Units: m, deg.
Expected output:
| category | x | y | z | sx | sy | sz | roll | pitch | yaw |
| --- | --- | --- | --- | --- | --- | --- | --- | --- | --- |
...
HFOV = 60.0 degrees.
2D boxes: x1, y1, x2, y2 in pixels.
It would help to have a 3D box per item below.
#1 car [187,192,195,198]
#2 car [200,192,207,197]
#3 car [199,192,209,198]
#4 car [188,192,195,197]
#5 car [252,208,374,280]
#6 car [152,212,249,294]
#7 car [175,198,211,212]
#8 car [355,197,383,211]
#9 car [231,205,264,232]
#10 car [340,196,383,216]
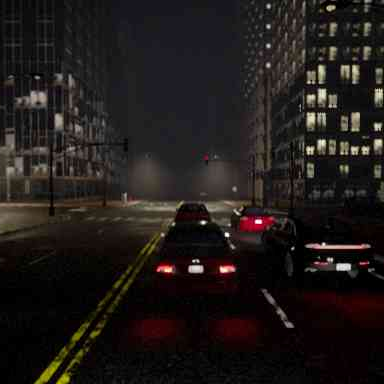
| category | x | y | z | sx | sy | sz | roll | pitch | yaw |
| --- | --- | --- | --- | --- | --- | --- | --- | --- | --- |
| car | -0.193 | 0.914 | 81.418 | 1.812 | 1.442 | 4.674 | 0 | 0 | 0 |
| car | 3.032 | 0.673 | 91.425 | 1.812 | 1.442 | 4.674 | 0 | 0 | 0 |
| car | 3.057 | 0.985 | 81.455 | 1.895 | 1.301 | 4.718 | 0 | 0 | 0 |
| car | -0.218 | 0.744 | 91.449 | 1.895 | 1.301 | 4.718 | 0 | 0 | 0 |
| car | 3.326 | 1.421 | 9.703 | 2.128 | 1.511 | 4.902 | 0 | 0 | 0 |
| car | 0.081 | 1.486 | 8.787 | 2.033 | 1.411 | 5.357 | 0 | 0 | 0 |
| car | 0.061 | 1.347 | 18.607 | 1.882 | 1.535 | 5.008 | 0 | 0 | 1 |
| car | 21.719 | 1.392 | 38.553 | 4.829 | 1.417 | 1.752 | 1 | 1 | 1 |
| car | 3.306 | 1.434 | 18.502 | 1.994 | 1.385 | 4.181 | 0 | 0 | 0 |
| car | 16.130 | 1.322 | 30.253 | 5.009 | 1.841 | 2.192 | 1 | 1 | 1 |
